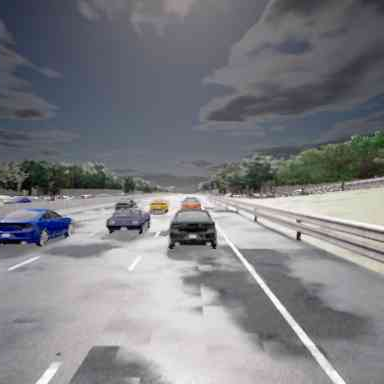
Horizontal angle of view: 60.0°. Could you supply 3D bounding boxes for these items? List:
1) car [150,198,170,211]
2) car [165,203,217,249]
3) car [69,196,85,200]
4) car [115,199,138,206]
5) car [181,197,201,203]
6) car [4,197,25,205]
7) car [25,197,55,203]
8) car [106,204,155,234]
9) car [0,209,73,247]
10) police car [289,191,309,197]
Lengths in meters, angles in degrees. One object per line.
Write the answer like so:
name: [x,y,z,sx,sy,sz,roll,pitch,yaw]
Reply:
car: [-3.596,1.455,37.512,1.882,1.535,5.008,0,0,0]
car: [0.026,1.473,14.675,1.882,1.535,5.008,0,0,0]
car: [-17.835,1.470,51.823,1.837,1.490,4.892,0,0,0]
car: [-7.089,1.486,36.118,1.837,1.490,4.892,0,0,0]
car: [-0.086,1.330,35.613,2.097,1.767,4.553,0,0,0]
car: [-24.822,1.454,47.545,1.882,1.535,5.008,0,0,0]
car: [-21.328,1.466,47.599,2.128,1.511,4.902,0,0,0]
car: [-3.497,1.596,19.271,1.895,1.301,4.718,0,0,0]
car: [-6.976,1.477,14.980,1.882,1.535,5.008,0,0,0]
police car: [21.571,0.498,67.722,2.038,1.542,4.974,0,-3,-15]
